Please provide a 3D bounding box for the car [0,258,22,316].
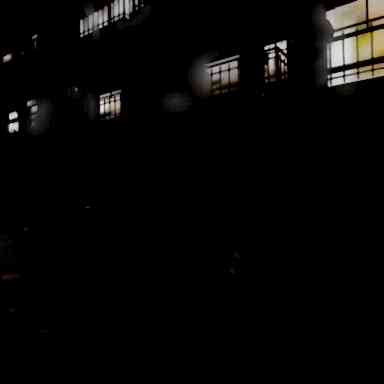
[{"bbox_3d":[-5.004,1.545,6.301,4.507,1.381,1.887,0,-1,35],"label":"car"}]
